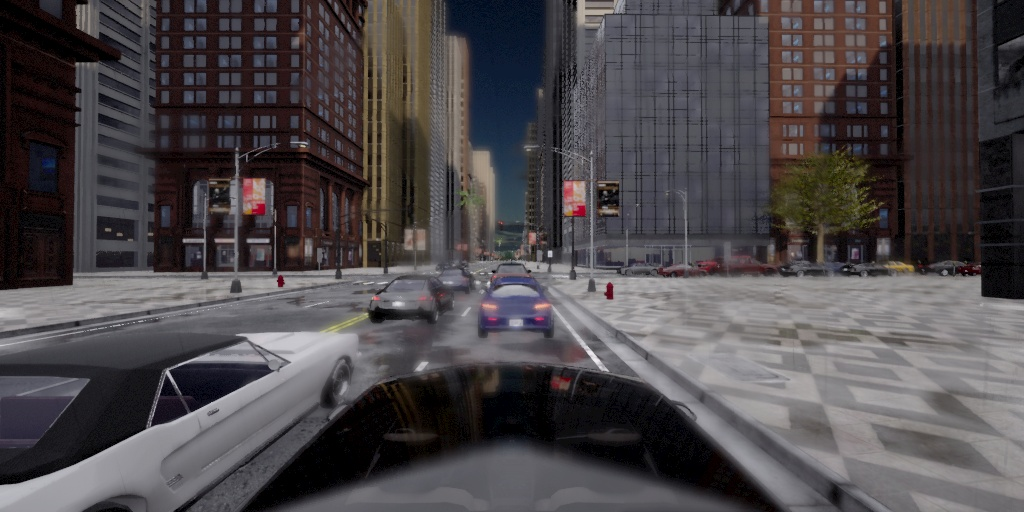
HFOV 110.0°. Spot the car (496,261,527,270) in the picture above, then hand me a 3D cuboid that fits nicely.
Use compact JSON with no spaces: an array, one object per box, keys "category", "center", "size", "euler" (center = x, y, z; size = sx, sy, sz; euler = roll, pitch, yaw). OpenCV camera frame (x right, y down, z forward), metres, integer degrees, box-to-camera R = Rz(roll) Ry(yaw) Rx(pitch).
[{"category":"car","center":[-0.025,1.134,19.048],"size":[2.097,1.767,4.553],"euler":[0,0,0]}]

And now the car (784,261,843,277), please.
[{"category":"car","center":[26.549,1.274,32.290],"size":[4.313,1.339,1.948],"euler":[0,0,-1]}]

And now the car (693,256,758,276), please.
[{"category":"car","center":[22.536,1.009,38.001],"size":[5.566,2.045,2.150],"euler":[0,-1,-1]}]

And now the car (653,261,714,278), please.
[{"category":"car","center":[15.273,1.325,32.099],"size":[4.207,1.307,1.802],"euler":[0,0,-1]}]

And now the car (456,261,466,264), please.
[{"category":"car","center":[-9.905,1.542,63.068],"size":[2.128,1.511,4.902],"euler":[0,0,0]}]

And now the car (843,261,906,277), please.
[{"category":"car","center":[32.186,1.258,32.385],"size":[4.313,1.339,1.948],"euler":[0,0,-1]}]

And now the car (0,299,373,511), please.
[{"category":"car","center":[-3.156,1.351,3.228],"size":[1.895,1.301,4.718],"euler":[0,0,0]}]

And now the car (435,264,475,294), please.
[{"category":"car","center":[-3.177,1.352,20.439],"size":[1.994,1.385,4.181],"euler":[0,0,0]}]

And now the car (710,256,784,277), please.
[{"category":"car","center":[20.912,1.039,32.194],"size":[5.009,1.841,2.192],"euler":[0,0,-1]}]

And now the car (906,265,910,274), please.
[{"category":"car","center":[43.153,1.293,41.097],"size":[4.829,1.417,1.751],"euler":[0,0,-1]}]

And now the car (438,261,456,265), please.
[{"category":"car","center":[-9.914,1.542,52.783],"size":[1.994,1.385,4.181],"euler":[0,0,0]}]

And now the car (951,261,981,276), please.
[{"category":"car","center":[43.462,1.212,32.577],"size":[4.507,1.381,1.888],"euler":[0,0,-1]}]

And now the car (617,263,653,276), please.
[{"category":"car","center":[13.233,1.383,37.841],"size":[4.181,1.385,1.994],"euler":[0,-1,-1]}]

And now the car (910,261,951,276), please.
[{"category":"car","center":[42.752,1.204,35.190],"size":[4.892,1.490,1.837],"euler":[0,-1,-1]}]

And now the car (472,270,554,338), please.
[{"category":"car","center":[0.093,1.284,10.062],"size":[1.812,1.442,4.674],"euler":[0,0,0]}]

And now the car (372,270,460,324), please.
[{"category":"car","center":[-3.166,1.326,12.051],"size":[1.994,1.385,4.181],"euler":[0,0,0]}]
